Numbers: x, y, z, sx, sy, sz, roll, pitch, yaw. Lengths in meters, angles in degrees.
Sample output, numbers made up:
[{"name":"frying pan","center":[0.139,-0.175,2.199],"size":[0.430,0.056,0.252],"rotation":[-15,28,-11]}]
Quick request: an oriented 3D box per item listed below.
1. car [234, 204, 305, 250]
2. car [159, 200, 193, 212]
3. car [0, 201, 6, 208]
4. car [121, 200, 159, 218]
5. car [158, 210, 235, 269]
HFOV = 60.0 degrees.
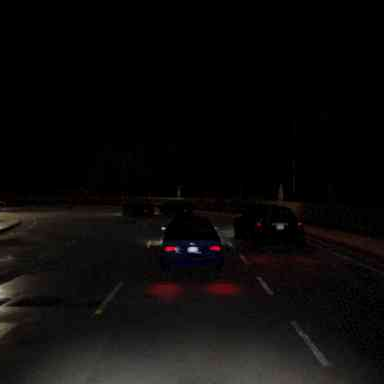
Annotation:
[{"name":"car","center":[3.166,1.351,14.592],"size":[2.097,1.767,4.553],"rotation":[0,0,-4]},{"name":"car","center":[-1.698,1.478,31.911],"size":[1.882,1.535,5.008],"rotation":[0,0,-27]},{"name":"car","center":[-28.182,1.479,46.197],"size":[5.008,1.535,1.882],"rotation":[0,0,19]},{"name":"car","center":[-5.142,1.478,30.992],"size":[1.882,1.535,5.008],"rotation":[0,0,-28]},{"name":"car","center":[-0.073,1.548,11.170],"size":[2.033,1.411,5.357],"rotation":[0,0,-2]}]
